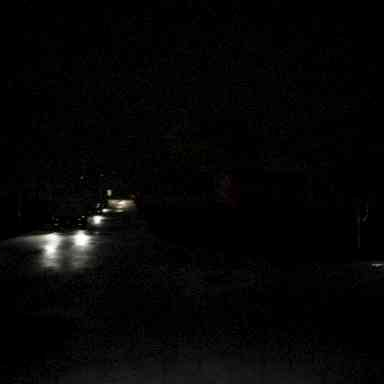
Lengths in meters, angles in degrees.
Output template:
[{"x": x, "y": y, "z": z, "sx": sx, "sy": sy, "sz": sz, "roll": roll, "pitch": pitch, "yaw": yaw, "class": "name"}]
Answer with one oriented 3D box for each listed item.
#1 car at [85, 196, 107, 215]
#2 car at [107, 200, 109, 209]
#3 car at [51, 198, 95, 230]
[{"x": -9.519, "y": 1.219, "z": 31.587, "sx": 2.097, "sy": 1.767, "sz": 4.553, "roll": 1, "pitch": 0, "yaw": -11, "class": "car"}, {"x": -11.857, "y": 1.412, "z": 43.478, "sx": 2.033, "sy": 1.411, "sz": 5.357, "roll": 1, "pitch": 0, "yaw": -11, "class": "car"}, {"x": -7.227, "y": 1.361, "z": 20.251, "sx": 1.882, "sy": 1.535, "sz": 5.008, "roll": 1, "pitch": 0, "yaw": -13, "class": "car"}]
